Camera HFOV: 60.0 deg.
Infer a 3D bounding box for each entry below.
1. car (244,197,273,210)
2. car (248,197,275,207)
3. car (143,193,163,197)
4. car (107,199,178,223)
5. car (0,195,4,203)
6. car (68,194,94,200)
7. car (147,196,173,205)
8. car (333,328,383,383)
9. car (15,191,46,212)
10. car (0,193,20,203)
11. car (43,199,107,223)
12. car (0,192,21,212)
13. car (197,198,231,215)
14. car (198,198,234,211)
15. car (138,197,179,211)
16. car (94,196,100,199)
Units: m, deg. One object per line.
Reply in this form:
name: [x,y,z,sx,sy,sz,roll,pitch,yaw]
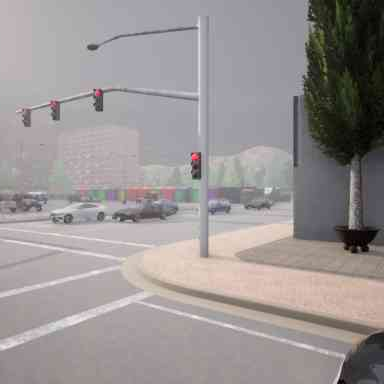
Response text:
car: [8.684,1.547,43.017,2.033,1.411,5.357,0,0,37]
car: [10.859,1.548,51.693,2.033,1.411,5.357,0,0,37]
car: [-6.965,1.156,52.549,3.866,1.878,1.905,0,0,35]
car: [-3.750,1.547,26.310,2.033,1.411,5.357,0,0,36]
car: [-38.304,1.364,64.563,3.905,1.438,1.784,0,0,35]
car: [-21.292,1.153,62.635,4.605,1.855,1.932,0,0,35]
car: [-5.287,1.395,54.909,3.806,1.475,1.970,0,0,35]
car: [3.319,1.492,1.599,4.902,1.511,2.128,0,0,36]
car: [-18.250,1.156,36.495,3.866,1.878,1.905,0,0,35]
car: [-36.798,1.153,66.784,4.605,1.855,1.932,0,0,35]
car: [-8.589,1.526,25.573,1.812,1.442,4.674,0,0,38]
car: [-19.964,1.153,34.162,4.605,1.855,1.932,0,0,35]
car: [2.391,1.526,34.575,1.812,1.442,4.674,0,0,37]
car: [3.008,1.491,41.268,2.128,1.511,4.902,0,0,37]
car: [-3.205,1.526,32.917,1.812,1.442,4.674,0,0,37]
car: [-19.569,1.364,64.964,3.905,1.438,1.784,0,0,35]
